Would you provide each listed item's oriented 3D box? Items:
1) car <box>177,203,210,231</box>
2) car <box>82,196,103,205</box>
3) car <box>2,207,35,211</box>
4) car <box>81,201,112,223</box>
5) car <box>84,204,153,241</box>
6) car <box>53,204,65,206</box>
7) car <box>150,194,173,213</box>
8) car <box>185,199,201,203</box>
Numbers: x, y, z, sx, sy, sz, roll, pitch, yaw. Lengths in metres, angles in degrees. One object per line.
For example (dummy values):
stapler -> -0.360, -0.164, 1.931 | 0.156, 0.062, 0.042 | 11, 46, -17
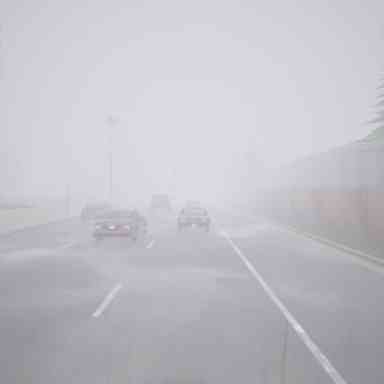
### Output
car -> 0.105, 1.603, 20.820 | 1.895, 1.301, 4.718 | 0, 0, 0
car -> -17.478, 1.493, 58.535 | 2.128, 1.511, 4.902 | 0, 0, 0
car -> -14.091, 1.543, 25.795 | 2.033, 1.411, 5.357 | 0, 0, 0
car -> -6.892, 1.490, 25.240 | 2.128, 1.511, 4.902 | 0, 0, 0
car -> -3.396, 1.547, 16.597 | 2.033, 1.411, 5.357 | 0, 0, 0
car -> -21.001, 1.595, 50.935 | 1.895, 1.301, 4.718 | 0, 0, 1
car -> -3.399, 1.223, 36.980 | 2.150, 2.045, 5.566 | 0, 0, 0
car -> 0.115, 1.568, 40.714 | 1.994, 1.385, 4.181 | 0, 0, 0
